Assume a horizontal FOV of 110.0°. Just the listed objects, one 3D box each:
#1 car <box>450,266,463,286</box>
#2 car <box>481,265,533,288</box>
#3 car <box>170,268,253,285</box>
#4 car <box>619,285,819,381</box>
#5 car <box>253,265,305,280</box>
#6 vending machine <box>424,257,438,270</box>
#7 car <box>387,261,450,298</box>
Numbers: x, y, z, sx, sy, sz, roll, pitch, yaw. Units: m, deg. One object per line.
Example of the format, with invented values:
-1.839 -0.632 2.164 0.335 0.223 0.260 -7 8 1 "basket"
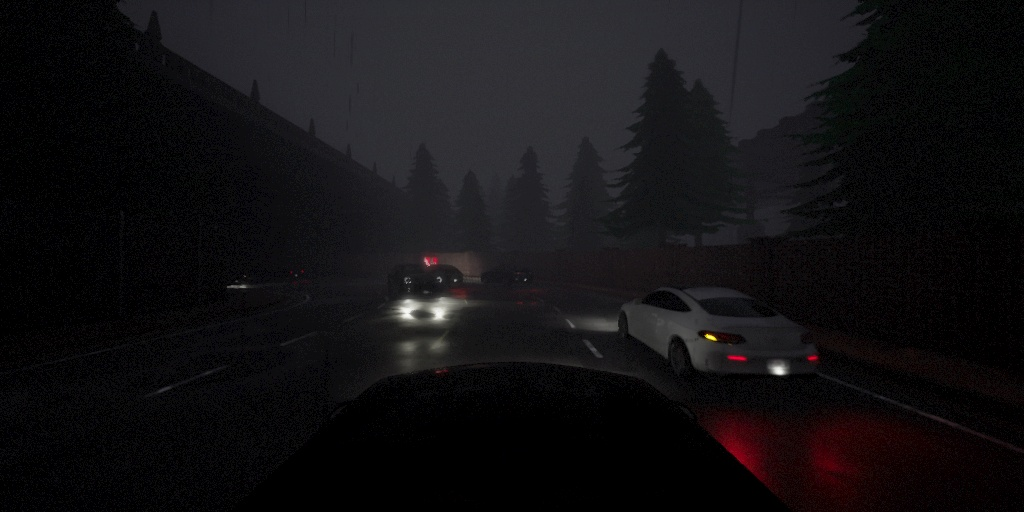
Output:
-5.432 1.374 25.801 1.837 1.490 4.892 2 -2 -42 "car"
-0.451 1.359 25.458 2.128 1.511 4.902 0 -1 -33 "car"
-22.244 1.418 26.254 5.357 1.411 2.033 0 0 14 "car"
3.599 1.302 7.154 1.812 1.442 4.674 0 0 0 "car"
-22.031 1.507 33.465 4.718 1.301 1.895 0 0 12 "car"
-8.310 1.118 36.732 0.880 2.100 1.100 0 0 25 "vending machine"
-5.282 1.189 19.351 2.097 1.767 4.553 0 0 -30 "car"
